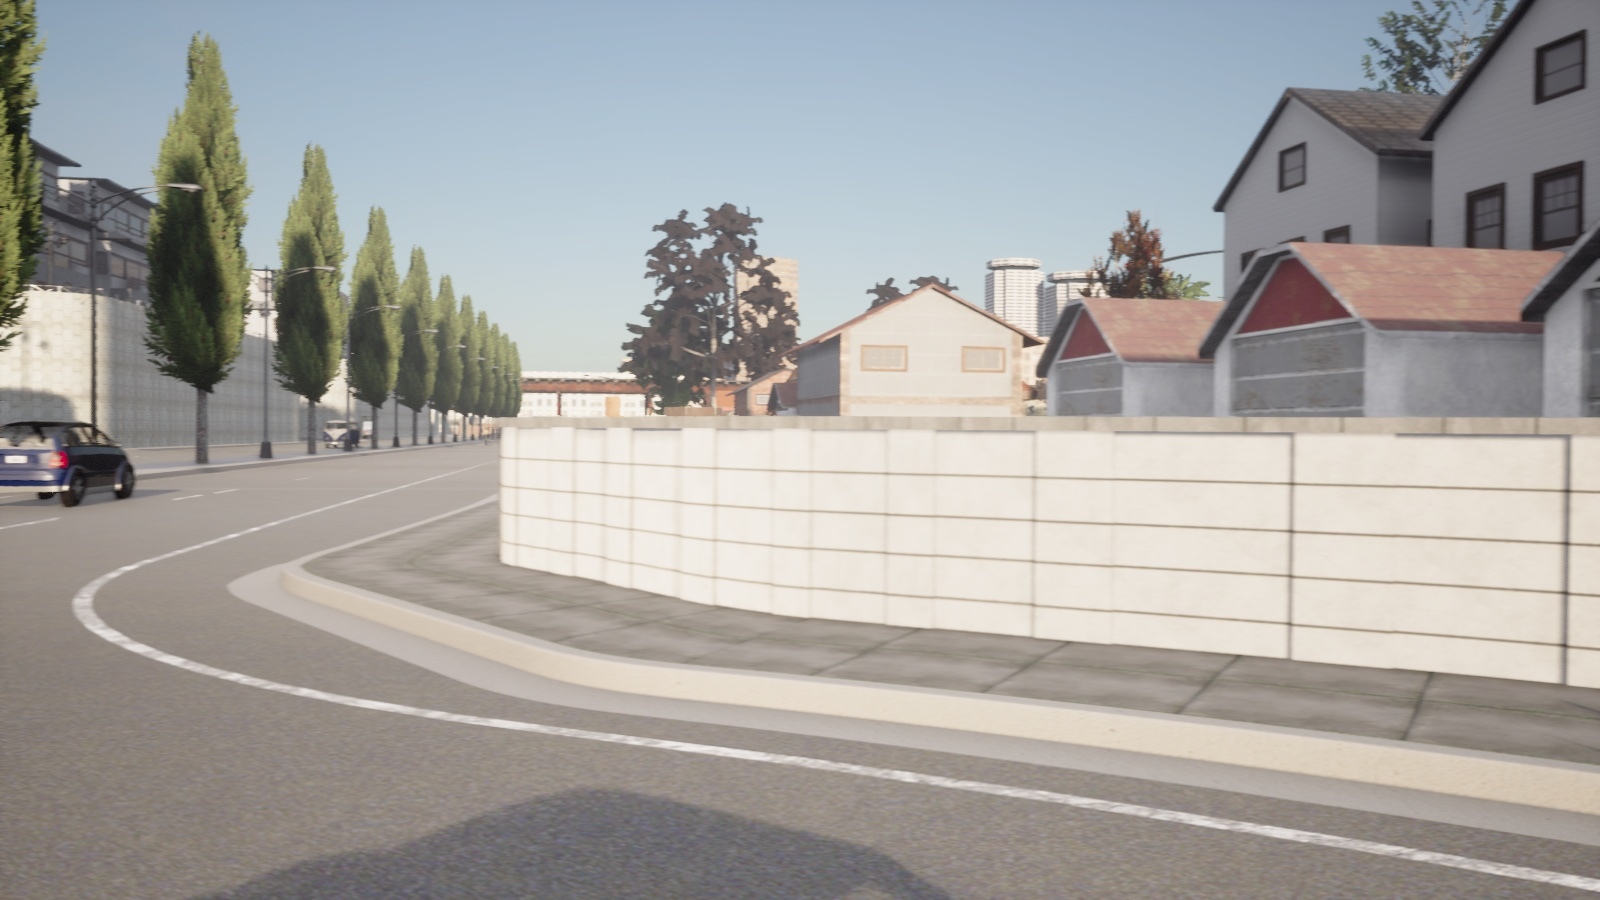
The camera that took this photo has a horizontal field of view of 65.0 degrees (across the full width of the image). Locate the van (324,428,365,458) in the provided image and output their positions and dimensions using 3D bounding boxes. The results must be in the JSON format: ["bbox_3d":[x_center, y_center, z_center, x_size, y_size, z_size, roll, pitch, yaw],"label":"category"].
[{"bbox_3d":[-31.696,-0.507,87.485,1.775,1.987,4.442,-1,1,-9],"label":"van"}]

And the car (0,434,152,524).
[{"bbox_3d":[-13.951,0.491,23.890,1.789,1.549,3.705,-1,1,-9],"label":"car"}]
